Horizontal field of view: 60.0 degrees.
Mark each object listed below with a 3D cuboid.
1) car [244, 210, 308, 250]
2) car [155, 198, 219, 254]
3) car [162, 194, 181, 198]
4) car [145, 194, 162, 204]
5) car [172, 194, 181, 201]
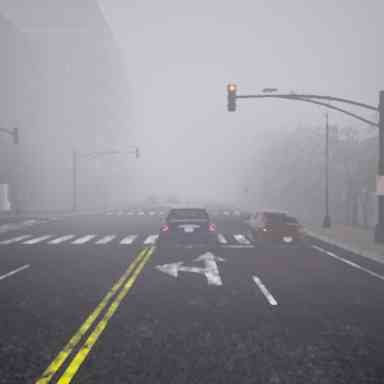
[{"bbox_3d":[3.307,1.445,13.717,1.812,1.442,4.674,0,0,0],"label":"car"},{"bbox_3d":[-0.207,1.274,13.285,2.097,1.767,4.553,0,0,-3],"label":"car"},{"bbox_3d":[-3.328,1.257,54.795,1.994,1.385,4.181,0,0,0],"label":"car"},{"bbox_3d":[-6.578,1.219,54.753,1.812,1.442,4.674,0,0,0],"label":"car"},{"bbox_3d":[-3.260,1.109,70.370,1.837,1.490,4.892,0,0,0],"label":"car"}]
